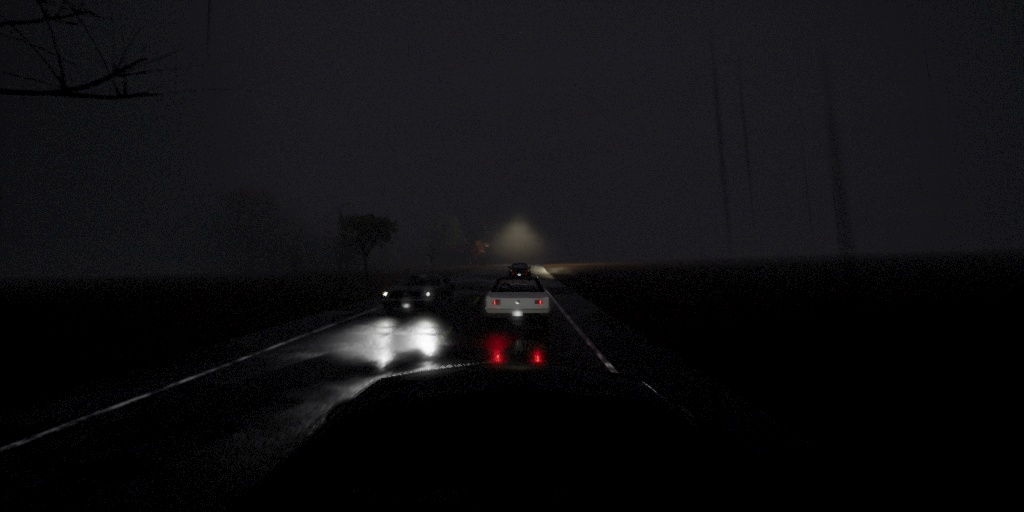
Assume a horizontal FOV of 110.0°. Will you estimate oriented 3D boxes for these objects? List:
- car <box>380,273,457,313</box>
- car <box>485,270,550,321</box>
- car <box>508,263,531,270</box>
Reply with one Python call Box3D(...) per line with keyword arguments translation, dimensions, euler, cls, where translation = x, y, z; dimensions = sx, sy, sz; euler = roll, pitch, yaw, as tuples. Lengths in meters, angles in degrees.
Box3D(translation=(-3.476, 1.350, 14.111), dimensions=(1.895, 1.301, 4.718), euler=(0, 0, 1), cls="car")
Box3D(translation=(0.195, 1.352, 12.422), dimensions=(1.895, 1.301, 4.718), euler=(0, 0, 1), cls="car")
Box3D(translation=(0.634, 1.274, 30.077), dimensions=(1.812, 1.442, 4.674), euler=(0, 0, 2), cls="car")
